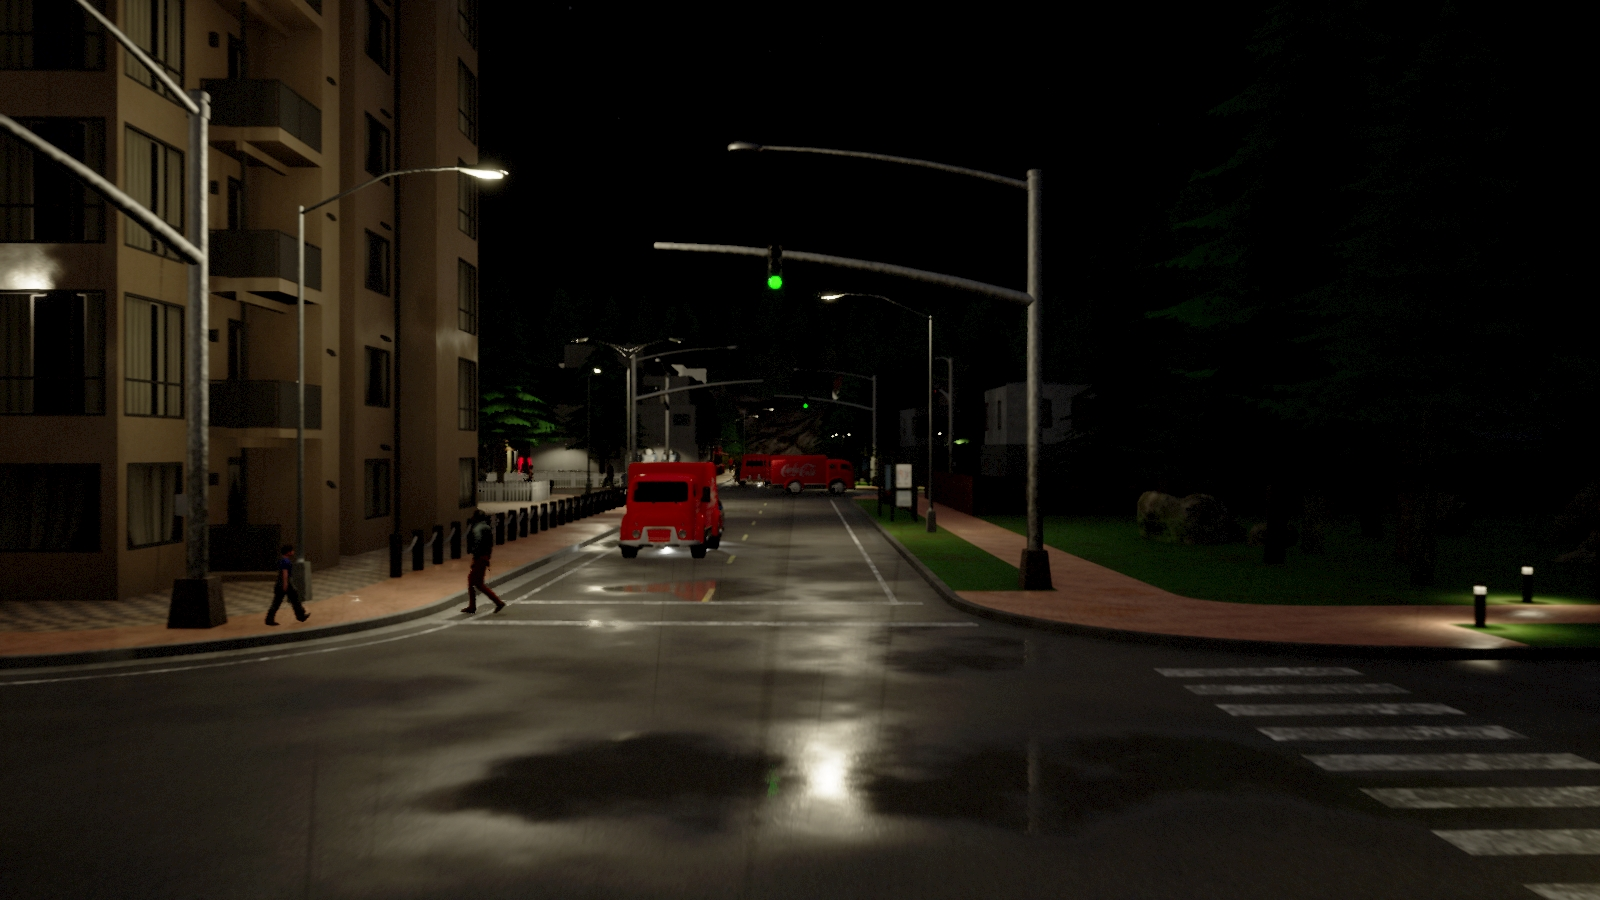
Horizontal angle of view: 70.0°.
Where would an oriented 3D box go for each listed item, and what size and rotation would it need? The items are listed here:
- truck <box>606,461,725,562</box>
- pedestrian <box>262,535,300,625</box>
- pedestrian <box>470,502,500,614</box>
[{"bbox_3d":[-3.517,1.544,31.055,2.627,2.467,5.204,0,0,0],"label":"truck"},{"bbox_3d":[-7.844,1.954,17.270,0.375,1.300,0.375,0,0,35],"label":"pedestrian"},{"bbox_3d":[-5.345,1.826,19.395,0.375,1.860,0.375,0,0,7],"label":"pedestrian"}]
